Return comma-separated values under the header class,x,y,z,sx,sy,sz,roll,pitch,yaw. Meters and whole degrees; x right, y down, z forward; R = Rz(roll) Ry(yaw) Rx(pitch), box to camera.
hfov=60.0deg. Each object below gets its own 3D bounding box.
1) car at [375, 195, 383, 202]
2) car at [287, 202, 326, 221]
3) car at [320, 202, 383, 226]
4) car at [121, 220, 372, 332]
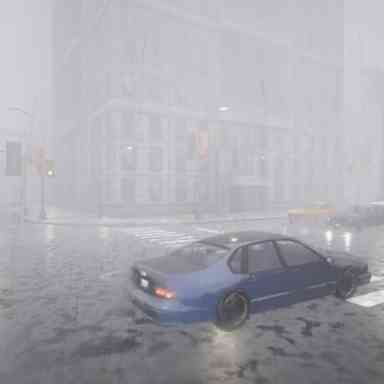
class,x,y,z,sx,sy,sz,roll,pitch,yaw
car,17.690,1.221,29.216,5.566,2.045,2.150,0,0,-31
car,8.995,1.478,23.924,5.008,1.535,1.882,0,0,-32
car,10.808,1.547,20.933,5.357,1.411,2.033,0,0,-32
car,1.347,1.546,6.786,5.357,1.411,2.033,0,0,-32
